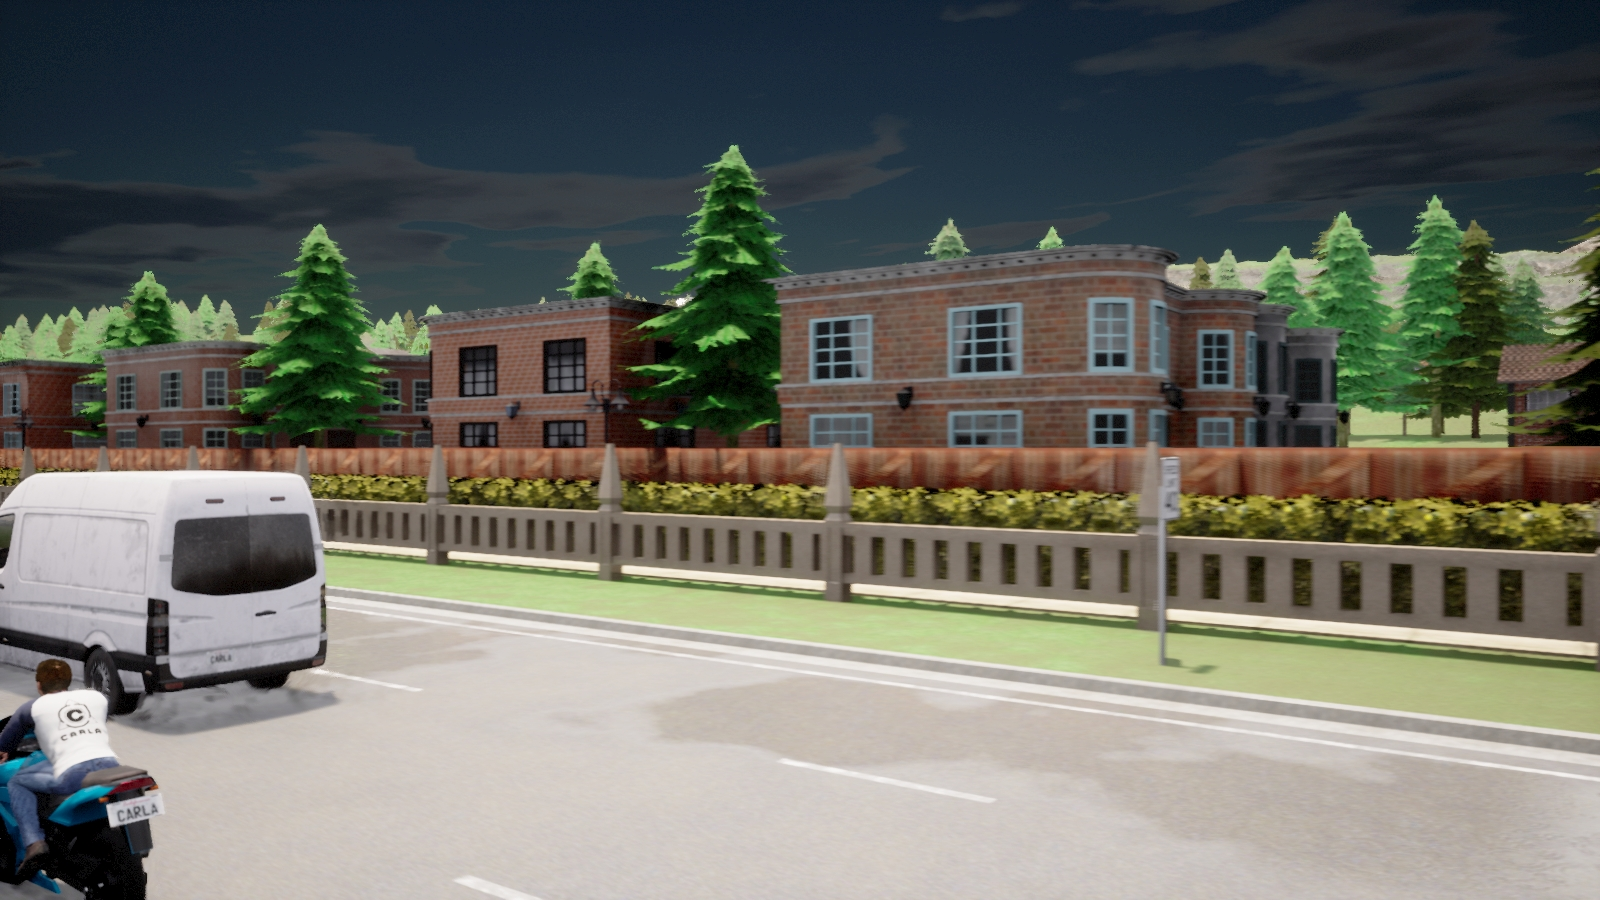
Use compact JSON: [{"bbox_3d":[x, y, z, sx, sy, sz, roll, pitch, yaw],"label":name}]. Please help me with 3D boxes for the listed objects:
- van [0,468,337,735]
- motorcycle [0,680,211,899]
[{"bbox_3d":[-8.210,1.533,13.784,5.915,2.561,1.988,0,0,35],"label":"van"},{"bbox_3d":[-4.521,2.185,6.962,2.033,1.199,0.803,0,0,35],"label":"motorcycle"}]
